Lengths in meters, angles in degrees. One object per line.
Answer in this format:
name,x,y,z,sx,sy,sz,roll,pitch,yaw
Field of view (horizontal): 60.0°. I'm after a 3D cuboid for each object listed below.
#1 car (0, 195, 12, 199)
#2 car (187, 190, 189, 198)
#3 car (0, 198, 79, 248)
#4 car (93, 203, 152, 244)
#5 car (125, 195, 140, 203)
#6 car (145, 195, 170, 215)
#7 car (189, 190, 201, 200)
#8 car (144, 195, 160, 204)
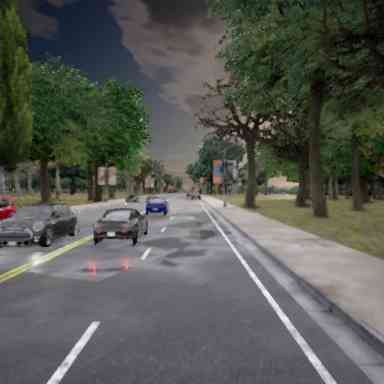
car,-9.862,1.158,14.625,2.150,2.045,5.566,0,0,0
car,-0.358,0.600,89.676,2.097,1.767,4.553,0,0,0
car,-6.611,1.289,14.473,2.097,1.767,4.553,0,0,0
car,-3.149,1.458,15.273,1.812,1.442,4.674,0,0,0
car,-9.962,1.171,56.140,1.812,1.442,4.674,0,0,0
car,-3.202,1.307,31.524,1.882,1.535,5.008,0,0,0
car,0.882,0.867,72.264,2.097,1.767,4.553,0,0,0
car,-6.707,1.192,56.170,2.033,1.411,5.357,0,0,0
